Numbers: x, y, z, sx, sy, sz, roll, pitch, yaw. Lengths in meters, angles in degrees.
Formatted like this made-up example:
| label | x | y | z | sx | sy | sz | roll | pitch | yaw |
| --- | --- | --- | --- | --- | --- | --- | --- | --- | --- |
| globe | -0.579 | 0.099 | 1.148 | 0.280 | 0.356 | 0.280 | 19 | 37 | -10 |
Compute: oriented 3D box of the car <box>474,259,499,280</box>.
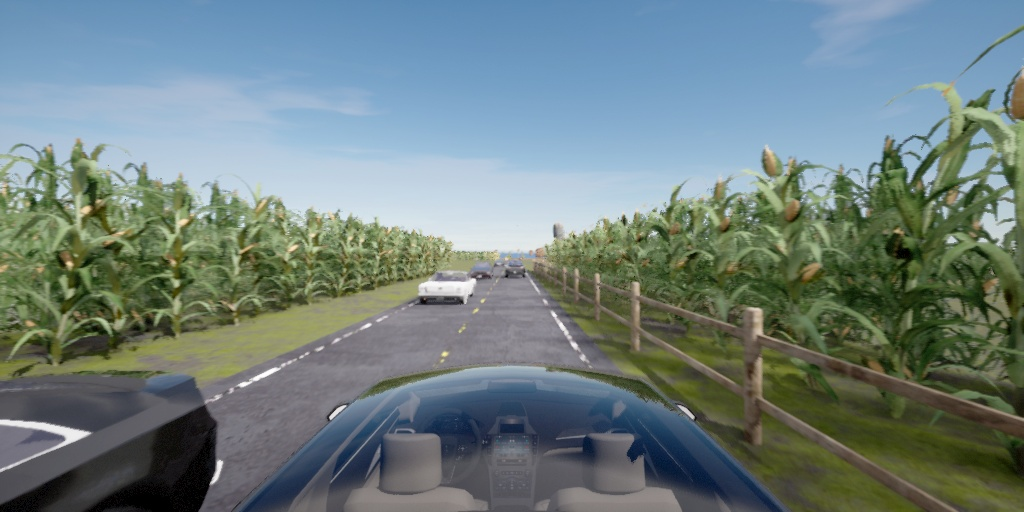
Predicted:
| label | x | y | z | sx | sy | sz | roll | pitch | yaw |
| --- | --- | --- | --- | --- | --- | --- | --- | --- | --- |
| car | -2.567 | 1.282 | 31.853 | 2.033 | 1.411 | 5.357 | 0 | 0 | 1 |

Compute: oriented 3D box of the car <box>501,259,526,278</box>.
| label | x | y | z | sx | sy | sz | roll | pitch | yaw |
| --- | --- | --- | --- | --- | --- | --- | --- | --- | --- |
| car | 0.313 | 1.244 | 33.987 | 2.128 | 1.511 | 4.902 | 0 | 0 | 0 |

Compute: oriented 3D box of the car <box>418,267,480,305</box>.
| label | x | y | z | sx | sy | sz | roll | pitch | yaw |
| --- | --- | --- | --- | --- | --- | --- | --- | --- | --- |
| car | -2.761 | 1.331 | 16.063 | 1.895 | 1.301 | 4.718 | 0 | 0 | 0 |

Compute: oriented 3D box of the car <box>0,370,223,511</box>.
| label | x | y | z | sx | sy | sz | roll | pitch | yaw |
| --- | --- | --- | --- | --- | --- | --- | --- | --- | --- |
| car | -2.872 | 1.227 | 0.328 | 2.128 | 1.511 | 4.902 | 0 | 0 | 0 |
